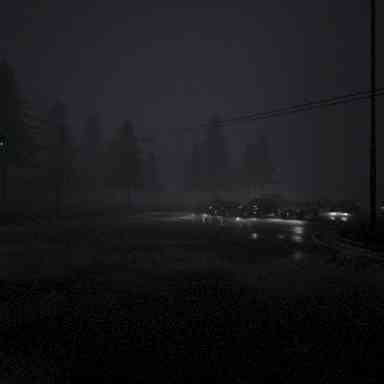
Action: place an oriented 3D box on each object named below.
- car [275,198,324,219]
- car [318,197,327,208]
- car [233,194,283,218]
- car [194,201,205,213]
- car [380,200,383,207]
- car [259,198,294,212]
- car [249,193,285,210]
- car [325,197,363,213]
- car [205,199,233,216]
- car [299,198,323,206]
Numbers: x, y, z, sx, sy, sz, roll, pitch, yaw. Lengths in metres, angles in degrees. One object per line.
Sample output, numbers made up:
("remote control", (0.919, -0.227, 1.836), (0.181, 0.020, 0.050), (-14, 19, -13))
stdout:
("car", (9.528, 1.526, 29.184), (1.812, 1.442, 4.674), (0, 0, 44))
("car", (13.621, 1.601, 38.482), (1.895, 1.301, 4.718), (0, 0, 44))
("car", (6.236, 1.352, 30.783), (2.097, 1.767, 4.553), (0, 0, 43))
("car", (2.352, 1.478, 36.873), (1.882, 1.535, 5.008), (0, 0, 44))
("car", (30.445, 1.547, 50.789), (2.033, 1.411, 5.357), (0, 0, 45))
("car", (10.205, 1.478, 39.979), (1.882, 1.535, 5.008), (0, 0, 44))
("car", (10.223, 1.223, 45.037), (2.150, 2.045, 5.566), (0, 0, 44))
("car", (16.879, 1.564, 36.819), (1.994, 1.385, 4.181), (0, 0, 44))
("car", (3.788, 1.601, 33.297), (1.895, 1.301, 4.718), (0, 0, 43))
("car", (19.637, 1.601, 54.749), (1.895, 1.301, 4.718), (0, 0, 44))
